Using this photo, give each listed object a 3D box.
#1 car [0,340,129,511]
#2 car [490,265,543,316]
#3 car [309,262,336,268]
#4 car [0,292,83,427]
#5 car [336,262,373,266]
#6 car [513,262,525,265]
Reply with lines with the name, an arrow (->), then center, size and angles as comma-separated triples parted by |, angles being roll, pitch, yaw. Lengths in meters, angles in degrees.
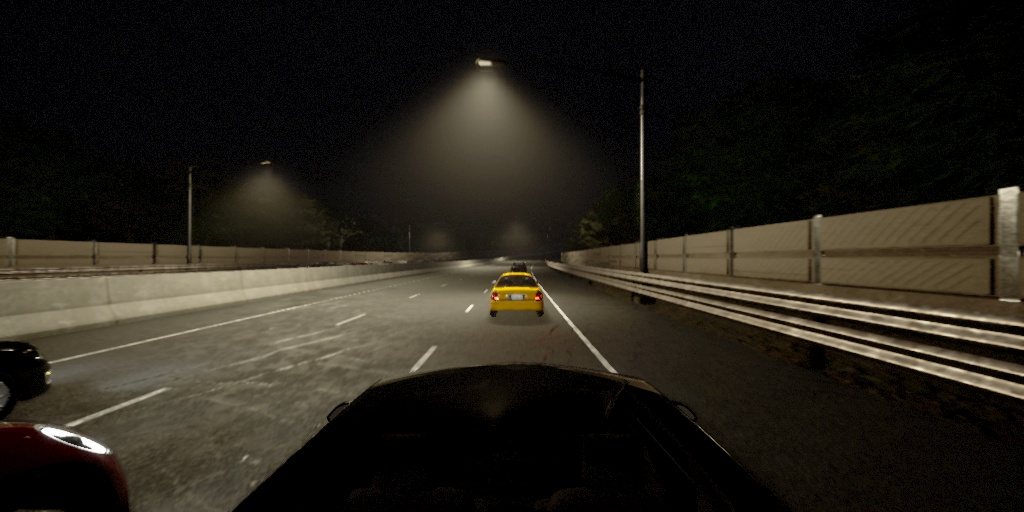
car -> -3.388, 1.092, 0.262 | 2.097, 1.767, 4.553 | 0, 0, 0
car -> 0.177, 1.277, 13.770 | 1.801, 1.575, 5.366 | 0, 0, 1
car -> -23.737, 1.471, 45.401 | 2.128, 1.511, 4.902 | 0, -1, 3
car -> -6.890, 1.258, 2.544 | 1.837, 1.490, 4.892 | 0, 0, 0
car -> -16.959, 1.481, 39.439 | 1.812, 1.442, 4.674 | 0, 0, 2
car -> 0.889, 1.507, 43.886 | 2.128, 1.511, 4.902 | 0, 0, 2
